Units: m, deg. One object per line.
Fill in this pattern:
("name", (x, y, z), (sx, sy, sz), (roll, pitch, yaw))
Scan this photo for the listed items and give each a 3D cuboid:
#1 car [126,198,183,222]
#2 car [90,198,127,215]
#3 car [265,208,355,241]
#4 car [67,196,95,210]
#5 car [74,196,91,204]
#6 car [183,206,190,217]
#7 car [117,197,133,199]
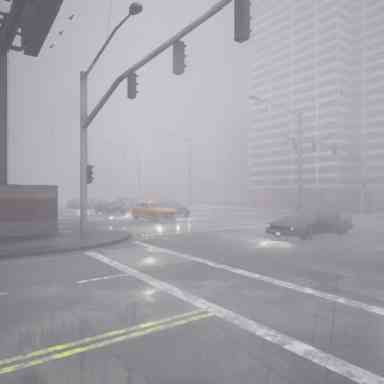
("car", (-3.105, 1.478, 26.550), (1.882, 1.535, 5.008), (0, 0, -35))
("car", (-8.488, 1.601, 34.177), (1.895, 1.301, 4.718), (0, 0, -35))
("car", (6.159, 1.548, 16.992), (5.357, 1.411, 2.033), (0, 0, -36))
("car", (-14.718, 1.548, 43.017), (2.033, 1.411, 5.357), (0, 0, -35))
("car", (-21.520, 1.526, 65.124), (1.812, 1.442, 4.674), (0, 0, -35))
("car", (-2.048, 1.526, 31.124), (1.812, 1.442, 4.674), (0, 0, -35))
("car", (-7.596, 1.352, 38.992), (2.097, 1.767, 4.553), (0, 0, -35))
